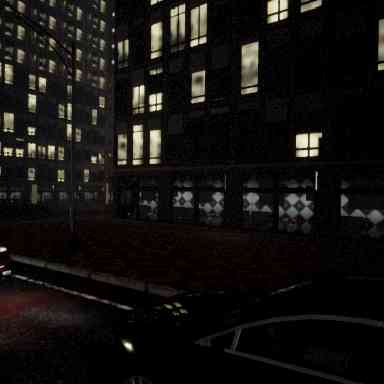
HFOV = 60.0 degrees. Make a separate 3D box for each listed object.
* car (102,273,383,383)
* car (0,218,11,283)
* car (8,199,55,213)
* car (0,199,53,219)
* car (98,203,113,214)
[{"bbox_3d":[1.315,1.491,2.743,4.902,1.511,2.128,0,0,35],"label":"car"},{"bbox_3d":[-6.367,1.487,8.197,4.902,1.511,2.128,0,0,36],"label":"car"},{"bbox_3d":[-19.175,1.642,39.925,1.752,1.417,4.829,1,0,36],"label":"car"},{"bbox_3d":[-15.663,1.519,30.556,2.192,1.841,5.009,1,0,36],"label":"car"},{"bbox_3d":[-8.879,1.829,39.777,1.752,1.417,4.829,1,0,36],"label":"car"}]
